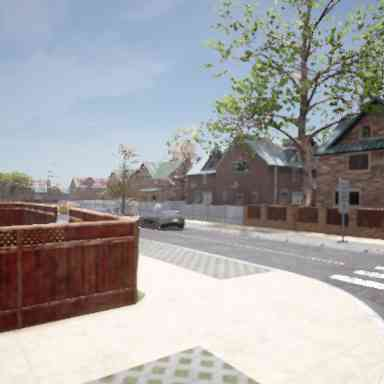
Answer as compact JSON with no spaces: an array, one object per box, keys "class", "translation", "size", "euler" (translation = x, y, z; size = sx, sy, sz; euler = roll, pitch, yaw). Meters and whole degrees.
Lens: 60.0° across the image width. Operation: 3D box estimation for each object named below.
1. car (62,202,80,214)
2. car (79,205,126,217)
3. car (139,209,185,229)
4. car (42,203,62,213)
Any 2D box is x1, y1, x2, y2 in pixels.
[{"class":"car","translation":[-16.108,2.102,44.241],"size":[1.882,1.535,5.008],"euler":[2,-2,-35]},{"class":"car","translation":[-6.777,1.894,25.540],"size":[1.895,1.301,4.718],"euler":[2,-2,-35]},{"class":"car","translation":[-2.252,1.898,24.179],"size":[1.994,1.385,4.181],"euler":[2,-2,-35]},{"class":"car","translation":[-18.806,2.126,43.126],"size":[1.994,1.385,4.181],"euler":[2,-2,-35]}]
